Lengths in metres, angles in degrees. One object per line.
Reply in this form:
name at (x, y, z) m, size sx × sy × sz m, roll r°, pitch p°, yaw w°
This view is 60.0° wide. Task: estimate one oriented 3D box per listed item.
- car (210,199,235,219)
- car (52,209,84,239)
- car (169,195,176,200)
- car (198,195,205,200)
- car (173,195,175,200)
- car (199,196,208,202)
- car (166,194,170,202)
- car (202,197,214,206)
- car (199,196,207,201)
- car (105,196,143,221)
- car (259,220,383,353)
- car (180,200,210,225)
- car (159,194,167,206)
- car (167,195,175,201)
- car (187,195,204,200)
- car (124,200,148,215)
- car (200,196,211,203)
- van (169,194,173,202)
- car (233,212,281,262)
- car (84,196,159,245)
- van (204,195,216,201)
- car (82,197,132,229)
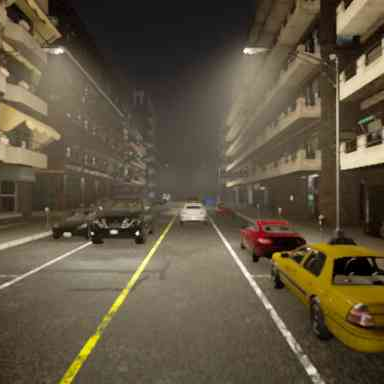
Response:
car at (2.711, 1.583, 28.432) m, size 1.802 × 1.307 × 4.206 m, roll 1°, pitch 0°, yaw 0°
car at (-5.673, 1.567, 17.332) m, size 1.947 × 1.339 × 4.313 m, roll 1°, pitch 0°, yaw 0°
car at (-5.644, 1.590, 95.328) m, size 1.802 × 1.307 × 4.206 m, roll 1°, pitch 0°, yaw 0°
car at (2.704, 1.559, 95.285) m, size 2.008 × 1.369 × 4.403 m, roll 1°, pitch 0°, yaw 0°
car at (-5.649, 1.557, 78.614) m, size 2.008 × 1.369 × 4.403 m, roll 1°, pitch 0°, yaw 0°
car at (2.698, 1.572, 78.572) m, size 1.947 × 1.339 × 4.313 m, roll 1°, pitch 0°, yaw 0°
car at (-5.656, 1.570, 61.901) m, size 1.947 × 1.339 × 4.313 m, roll 1°, pitch 0°, yaw 0°
car at (2.730, 1.529, 56.458) m, size 1.752 × 1.417 × 4.829 m, roll 1°, pitch 0°, yaw 0°
car at (2.700, 1.588, 84.143) m, size 1.802 × 1.307 × 4.206 m, roll 1°, pitch 0°, yaw 0°
car at (-5.665, 1.317, 28.475) m, size 2.192 × 1.841 × 5.009 m, roll 1°, pitch 0°, yaw 0°
car at (2.704, 1.526, 6.317) m, size 1.752 × 1.417 × 4.829 m, roll 1°, pitch 0°, yaw 0°
car at (0.111, 1.527, 23.983) m, size 1.812 × 1.442 × 4.674 m, roll 0°, pitch 0°, yaw 0°
car at (-5.657, 1.529, 56.160) m, size 1.752 × 1.417 × 4.829 m, roll 1°, pitch 0°, yaw 0°
car at (-5.645, 1.558, 89.757) m, size 2.008 × 1.369 × 4.403 m, roll 1°, pitch 0°, yaw 0°
car at (0.114, 1.355, 41.811) m, size 2.097 × 1.767 × 4.553 m, roll 0°, pitch 0°, yaw 0°
car at (-5.666, 1.584, 34.046) m, size 1.802 × 1.307 × 4.206 m, roll 1°, pitch 0°, yaw 0°
car at (2.706, 1.549, 67.430) m, size 1.887 × 1.381 × 4.507 m, roll 1°, pitch 0°, yaw 0°
van at (-5.649, 1.346, 73.044) m, size 1.690 × 1.788 × 3.998 m, roll 1°, pitch 0°, yaw 0°
car at (2.705, 1.583, 11.719) m, size 1.802 × 1.307 × 4.206 m, roll 1°, pitch 0°, yaw 0°
car at (-3.094, 1.222, 15.916) m, size 2.150 × 2.045 × 5.566 m, roll 0°, pitch 0°, yaw 0°
van at (2.726, 1.344, 50.716) m, size 1.690 × 1.788 × 3.998 m, roll 1°, pitch 0°, yaw 0°
car at (-5.667, 1.316, 22.903) m, size 2.192 × 1.841 × 5.009 m, roll 1°, pitch 0°, yaw 0°
